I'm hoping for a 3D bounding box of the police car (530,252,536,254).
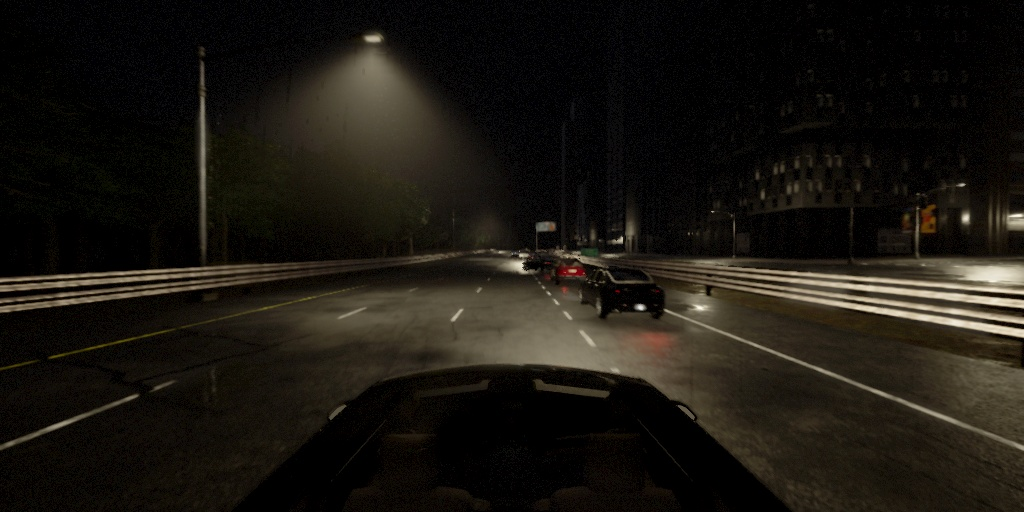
[{"bbox_3d":[3.808,0.370,56.077,2.038,1.542,4.974,0,1,1],"label":"police car"}]

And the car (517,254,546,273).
[{"bbox_3d":[2.771,0.818,35.383,2.128,1.511,4.902,0,1,-24],"label":"car"}]

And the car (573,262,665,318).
[{"bbox_3d":[3.510,1.125,12.208,1.837,1.490,4.892,0,1,0],"label":"car"}]

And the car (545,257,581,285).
[{"bbox_3d":[3.546,0.916,23.178,2.033,1.649,4.856,0,1,0],"label":"car"}]
